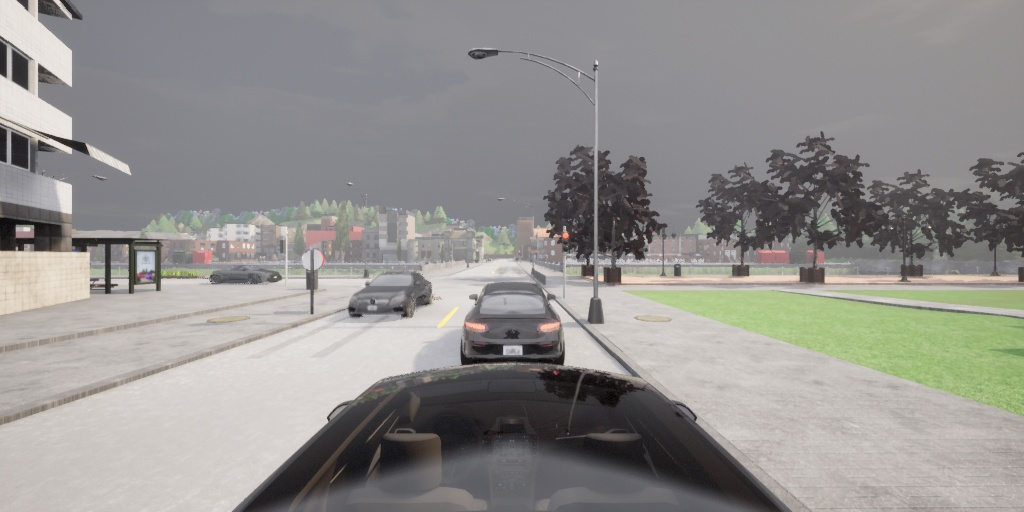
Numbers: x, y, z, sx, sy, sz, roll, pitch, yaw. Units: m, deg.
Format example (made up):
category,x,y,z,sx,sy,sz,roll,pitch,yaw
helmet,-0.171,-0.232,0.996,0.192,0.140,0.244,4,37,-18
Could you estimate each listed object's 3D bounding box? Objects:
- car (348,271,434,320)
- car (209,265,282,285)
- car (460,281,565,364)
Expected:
category,x,y,z,sx,sy,sz,roll,pitch,yaw
car,-4.080,1.276,12.866,1.812,1.442,4.674,0,0,1
car,-18.723,1.313,25.327,4.181,1.385,1.994,0,0,0
car,0.009,1.276,7.781,1.812,1.442,4.674,0,0,0
